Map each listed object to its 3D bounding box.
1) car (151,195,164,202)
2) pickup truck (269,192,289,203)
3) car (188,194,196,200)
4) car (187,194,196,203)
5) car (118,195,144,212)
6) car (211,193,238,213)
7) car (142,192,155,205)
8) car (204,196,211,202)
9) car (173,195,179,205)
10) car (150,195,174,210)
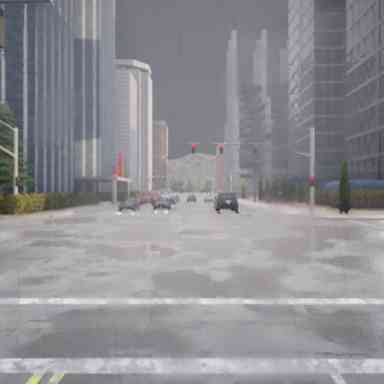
[{"bbox_3d":[-7.041,1.366,68.675,2.033,1.411,5.357,0,0,0],"label":"car"},{"bbox_3d":[16.584,0.900,62.901,2.390,2.098,6.274,0,0,30],"label":"pickup truck"},{"bbox_3d":[-0.046,1.223,77.475,1.895,1.301,4.718,0,0,0],"label":"car"},{"bbox_3d":[-0.040,1.322,67.154,2.128,1.511,4.902,0,0,0],"label":"car"},{"bbox_3d":[-7.111,1.406,38.003,1.837,1.490,4.892,0,1,0],"label":"car"},{"bbox_3d":[3.580,1.132,35.389,2.150,2.045,5.566,0,0,0],"label":"car"},{"bbox_3d":[-7.089,1.089,53.604,2.150,2.045,5.566,0,0,0],"label":"car"},{"bbox_3d":[3.460,1.430,67.491,1.895,1.301,4.718,0,0,0],"label":"car"},{"bbox_3d":[-3.589,1.465,53.703,1.895,1.301,4.718,0,0,0],"label":"car"},{"bbox_3d":[-3.605,1.460,41.044,1.994,1.385,4.181,0,0,0],"label":"car"}]
